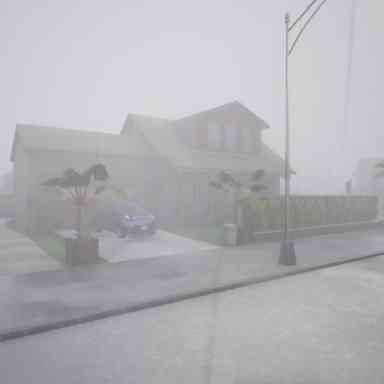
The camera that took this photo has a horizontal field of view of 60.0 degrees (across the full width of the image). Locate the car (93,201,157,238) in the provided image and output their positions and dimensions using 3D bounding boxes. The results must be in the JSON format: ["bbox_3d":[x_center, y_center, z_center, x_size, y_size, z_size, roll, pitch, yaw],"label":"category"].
[{"bbox_3d":[-3.094,1.174,15.242,1.845,1.501,3.633,0,0,-38],"label":"car"}]
